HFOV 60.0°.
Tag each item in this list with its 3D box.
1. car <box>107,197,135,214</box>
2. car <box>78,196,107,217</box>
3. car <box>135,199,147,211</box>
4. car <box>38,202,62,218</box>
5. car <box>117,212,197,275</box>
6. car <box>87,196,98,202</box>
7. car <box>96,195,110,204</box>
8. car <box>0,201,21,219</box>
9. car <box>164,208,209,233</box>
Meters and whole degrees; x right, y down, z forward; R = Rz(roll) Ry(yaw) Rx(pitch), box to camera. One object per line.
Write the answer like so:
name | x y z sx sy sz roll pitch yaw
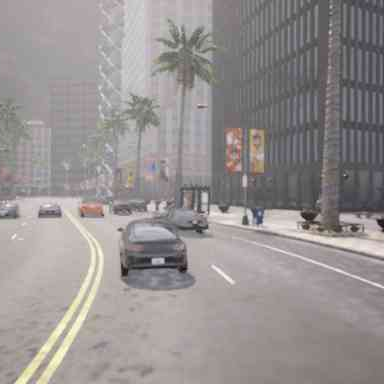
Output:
car | -8.138 1.642 37.371 1.837 1.490 4.892 0 0 -23
car | -10.205 1.454 33.294 2.097 1.767 4.553 0 0 -23
car | -7.072 1.649 42.502 2.231 1.521 4.892 0 0 -23
car | -13.118 1.636 30.834 1.994 1.385 4.181 0 0 -23
car | -1.361 1.570 10.562 1.812 1.442 4.674 1 0 -13
car | -26.922 1.791 89.812 2.161 1.482 4.786 0 0 -23
car | -18.594 1.584 69.523 2.185 1.767 4.553 0 0 -23
car | -16.262 1.536 29.279 2.128 1.511 4.902 0 -1 -23
car | -0.797 1.643 19.900 2.033 1.411 5.357 0 0 -23
